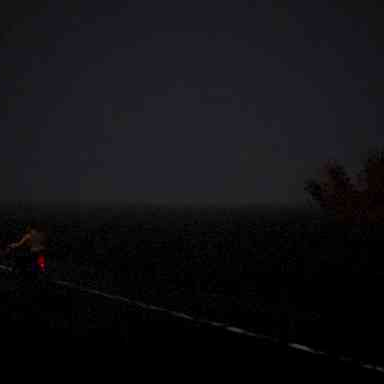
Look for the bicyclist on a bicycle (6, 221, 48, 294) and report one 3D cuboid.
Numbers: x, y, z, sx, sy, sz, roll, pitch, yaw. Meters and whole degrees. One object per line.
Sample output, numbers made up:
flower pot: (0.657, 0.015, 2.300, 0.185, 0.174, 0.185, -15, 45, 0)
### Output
bicyclist on a bicycle: (-3.762, 1.470, 7.725, 1.509, 1.612, 0.866, 0, 0, 36)
